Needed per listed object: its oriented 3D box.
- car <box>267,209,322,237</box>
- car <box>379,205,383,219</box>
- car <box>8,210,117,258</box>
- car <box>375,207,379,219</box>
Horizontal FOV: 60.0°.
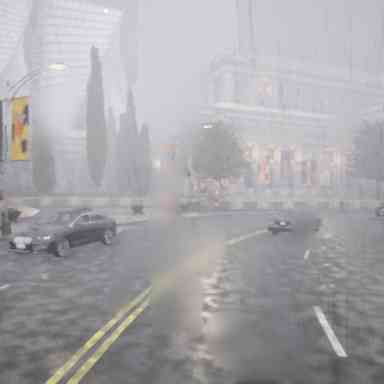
[{"bbox_3d":[6.064,1.701,19.300,2.033,1.411,5.357,0,0,33],"label":"car"},{"bbox_3d":[17.419,1.856,26.447,5.357,1.411,2.033,1,0,-36],"label":"car"},{"bbox_3d":[-4.781,1.500,13.061,2.128,1.511,4.902,1,0,18],"label":"car"},{"bbox_3d":[19.541,1.847,31.701,4.902,1.511,2.128,1,0,-30],"label":"car"}]
